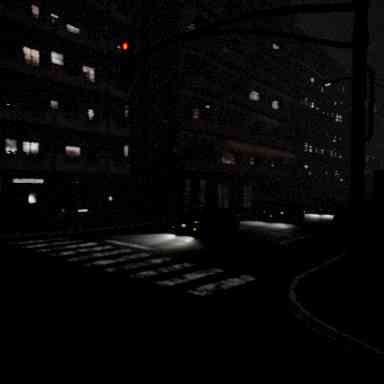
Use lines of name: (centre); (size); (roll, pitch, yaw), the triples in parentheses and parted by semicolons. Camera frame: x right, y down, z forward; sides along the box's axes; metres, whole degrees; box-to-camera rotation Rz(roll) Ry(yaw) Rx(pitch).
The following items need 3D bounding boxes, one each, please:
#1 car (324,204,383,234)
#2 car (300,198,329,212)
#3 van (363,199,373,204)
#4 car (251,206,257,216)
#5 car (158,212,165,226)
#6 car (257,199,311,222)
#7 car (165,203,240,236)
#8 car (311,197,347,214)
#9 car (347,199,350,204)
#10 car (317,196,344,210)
car: (9.751, 1.616, 19.803); (1.947, 1.339, 4.313); (1, 1, 40)
car: (14.039, 1.447, 37.903); (1.802, 1.307, 4.206); (1, 1, 40)
van: (13.317, 1.390, 24.033); (1.690, 1.788, 3.998); (1, 1, 40)
car: (6.911, 1.413, 29.437); (1.887, 1.381, 4.507); (1, 1, 40)
car: (-0.218, 1.423, 20.973); (2.008, 1.369, 4.403); (1, 1, 40)
car: (7.204, 1.451, 25.760); (1.812, 1.442, 4.674); (2, 1, 40)
car: (0.859, 1.492, 18.240); (1.994, 1.385, 4.181); (2, 1, 40)
car: (13.648, 1.486, 33.396); (1.994, 1.385, 4.181); (2, 1, 41)
car: (24.732, 1.439, 50.601); (1.802, 1.307, 4.206); (1, 1, 40)
car: (17.605, 1.302, 42.135); (1.967, 1.590, 4.097); (1, 1, 40)
